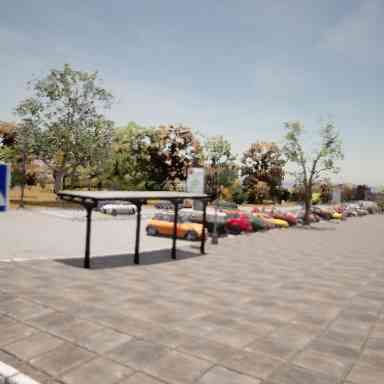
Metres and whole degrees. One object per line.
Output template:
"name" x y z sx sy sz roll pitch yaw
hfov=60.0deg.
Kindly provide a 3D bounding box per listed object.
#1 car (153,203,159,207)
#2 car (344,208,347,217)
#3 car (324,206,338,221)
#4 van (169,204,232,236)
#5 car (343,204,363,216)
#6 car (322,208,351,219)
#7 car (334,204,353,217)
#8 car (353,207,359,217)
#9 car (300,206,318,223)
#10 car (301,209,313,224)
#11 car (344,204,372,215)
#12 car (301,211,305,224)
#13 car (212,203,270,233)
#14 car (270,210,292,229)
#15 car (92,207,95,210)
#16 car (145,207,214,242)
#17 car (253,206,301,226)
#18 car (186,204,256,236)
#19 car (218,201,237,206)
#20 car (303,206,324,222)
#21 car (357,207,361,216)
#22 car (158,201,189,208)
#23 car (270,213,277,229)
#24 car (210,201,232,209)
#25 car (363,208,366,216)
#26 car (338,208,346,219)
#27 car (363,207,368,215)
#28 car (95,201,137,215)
"car" -3.452 1.951 50.225 2.033 1.411 5.357 5 2 35
"car" 25.079 4.002 61.427 5.366 1.575 1.946 6 2 16
"car" 20.075 3.472 54.058 5.566 2.045 2.435 6 1 16
"van" 0.640 2.507 27.284 4.442 1.987 1.878 6 2 16
"car" 35.773 4.545 76.000 4.553 1.767 2.185 6 2 16
"car" 28.718 4.264 66.262 4.792 1.488 2.163 6 2 16
"car" 26.999 3.877 63.813 5.566 2.045 2.435 6 2 16
"car" 32.235 4.456 71.140 5.008 1.535 2.097 6 1 16
"car" 14.824 3.317 46.733 4.553 1.767 2.185 6 2 16
"car" 13.041 3.352 44.305 4.892 1.521 2.231 6 2 16
"car" 41.025 4.708 83.324 5.566 2.045 2.435 6 2 16
"car" 11.316 3.294 41.870 4.792 1.488 2.163 6 1 16
"car" 4.326 2.670 32.111 5.566 2.045 2.435 6 2 16
"car" 7.969 3.105 36.948 5.366 1.575 1.946 6 2 16
"car" -10.498 1.581 40.469 1.812 1.442 4.674 6 2 36
"car" -1.080 2.526 24.851 4.553 1.767 2.185 6 2 16
"car" 9.592 2.929 39.422 5.566 2.045 2.435 6 2 16
"car" 2.501 2.578 29.685 5.566 2.045 2.435 6 2 16
"car" 6.337 2.521 58.715 1.837 1.490 4.892 5 1 36
"car" 16.512 3.402 49.196 4.553 1.767 2.185 6 1 16
"car" 33.984 4.604 73.574 4.674 1.452 2.002 6 2 16
"car" -2.035 1.941 47.048 2.097 1.767 4.553 6 1 36
"car" 6.029 3.044 34.565 4.674 1.452 2.002 6 2 16
"car" 5.535 2.471 62.690 1.895 1.301 4.718 6 1 36
"car" 37.474 4.811 78.450 4.674 1.452 2.002 6 2 16
"car" 23.693 3.936 58.895 5.366 1.575 1.946 6 1 16
"car" 39.254 4.896 80.894 4.792 1.488 2.163 6 1 16
"car" -8.351 1.801 38.375 1.812 1.442 4.674 5 2 35
